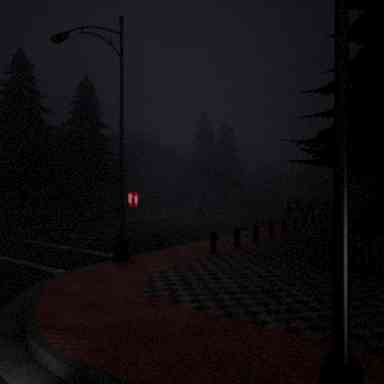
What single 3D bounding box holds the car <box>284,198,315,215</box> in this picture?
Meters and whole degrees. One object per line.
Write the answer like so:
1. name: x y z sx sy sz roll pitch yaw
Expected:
1. car: 11.209 1.363 34.490 2.097 1.767 4.553 0 0 35
